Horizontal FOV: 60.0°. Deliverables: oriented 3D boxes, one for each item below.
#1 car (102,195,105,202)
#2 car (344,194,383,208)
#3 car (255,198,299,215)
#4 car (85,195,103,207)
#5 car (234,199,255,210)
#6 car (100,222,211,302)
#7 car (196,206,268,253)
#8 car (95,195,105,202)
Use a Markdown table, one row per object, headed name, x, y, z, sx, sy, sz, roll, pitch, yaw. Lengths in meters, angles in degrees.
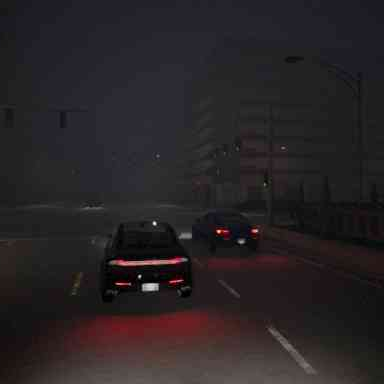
| name | x | y | z | sx | sy | sz | roll | pitch | yaw |
| --- | --- | --- | --- | --- | --- | --- | --- | --- | --- |
| car | -17.391 | 1.520 | 60.909 | 1.812 | 1.442 | 4.674 | 0 | 0 | -13 |
| car | 21.624 | 1.274 | 41.271 | 5.566 | 2.045 | 2.150 | 0 | 0 | -14 |
| car | 9.335 | 1.405 | 34.649 | 4.553 | 1.767 | 2.097 | 0 | 0 | -14 |
| car | -14.661 | 1.559 | 49.459 | 1.994 | 1.385 | 4.181 | 0 | 0 | -13 |
| car | 7.085 | 1.555 | 37.697 | 4.892 | 1.490 | 1.837 | -1 | 0 | -14 |
| car | -1.212 | 1.491 | 8.335 | 2.128 | 1.511 | 4.902 | 0 | 0 | -11 |
| car | 1.242 | 1.524 | 13.757 | 1.812 | 1.442 | 4.674 | 0 | 0 | -12 |
| car | -21.019 | 1.470 | 76.184 | 1.882 | 1.535 | 5.008 | 0 | 0 | -14 |
